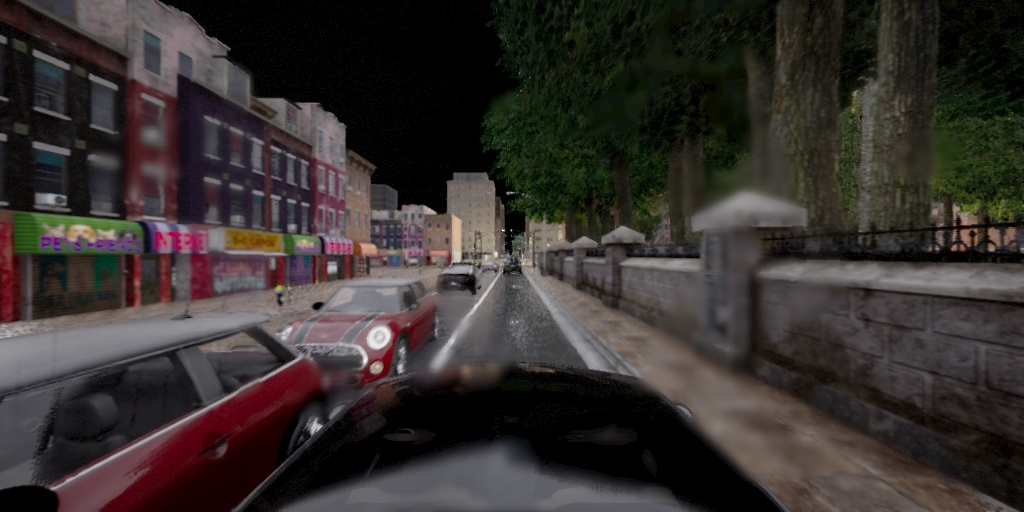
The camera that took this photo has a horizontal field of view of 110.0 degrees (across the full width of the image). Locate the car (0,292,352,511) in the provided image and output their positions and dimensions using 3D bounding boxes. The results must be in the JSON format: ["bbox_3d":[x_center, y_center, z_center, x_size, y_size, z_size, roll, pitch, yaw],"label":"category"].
[{"bbox_3d":[-2.648,1.190,1.620,1.967,1.591,4.097,0,0,0],"label":"car"}]

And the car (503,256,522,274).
[{"bbox_3d":[0.065,1.072,41.246,2.097,1.767,4.553,0,0,0],"label":"car"}]

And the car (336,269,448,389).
[{"bbox_3d":[-2.647,1.186,6.892,1.967,1.591,4.097,0,0,0],"label":"car"}]

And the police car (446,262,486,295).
[{"bbox_3d":[-2.750,1.162,19.921,1.930,1.638,5.238,0,0,0],"label":"police car"}]

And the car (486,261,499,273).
[{"bbox_3d":[-2.639,1.300,43.512,1.802,1.307,4.207,0,0,0],"label":"car"}]
